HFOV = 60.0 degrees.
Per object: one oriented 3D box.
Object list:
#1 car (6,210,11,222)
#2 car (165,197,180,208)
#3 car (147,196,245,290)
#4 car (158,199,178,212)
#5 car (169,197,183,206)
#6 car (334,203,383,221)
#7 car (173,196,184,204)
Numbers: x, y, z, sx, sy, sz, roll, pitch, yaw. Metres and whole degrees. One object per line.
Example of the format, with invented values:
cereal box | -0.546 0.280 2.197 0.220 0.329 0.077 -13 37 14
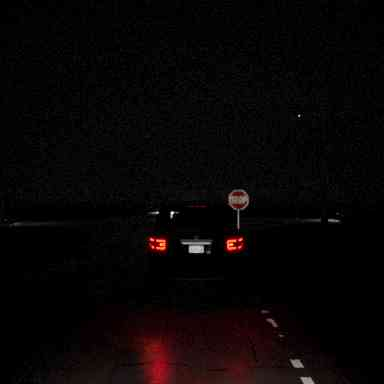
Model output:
car | -15.424 1.424 23.602 4.553 1.767 2.097 0 -1 -2
car | -2.835 1.513 48.923 1.882 1.535 5.008 0 0 0
car | 0.098 1.225 9.238 2.150 2.045 5.566 0 0 0
car | -2.839 1.590 40.091 1.994 1.385 4.181 0 0 0
car | -2.788 1.592 58.686 2.033 1.411 5.357 0 0 1
car | 13.646 1.557 26.658 4.181 1.385 1.994 0 -1 -1
car | -2.761 1.599 69.177 2.033 1.411 5.357 0 0 0
